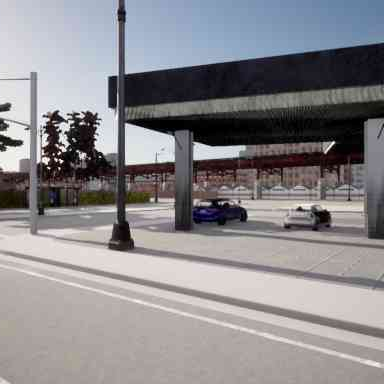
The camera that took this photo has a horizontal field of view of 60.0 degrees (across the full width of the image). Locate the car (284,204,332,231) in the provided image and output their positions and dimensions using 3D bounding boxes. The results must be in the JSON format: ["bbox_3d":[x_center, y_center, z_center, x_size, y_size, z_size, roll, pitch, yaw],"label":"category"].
[{"bbox_3d":[7.112,1.456,20.206,1.970,1.475,3.806,0,0,37],"label":"car"}]

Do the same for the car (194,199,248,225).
[{"bbox_3d":[2.032,1.295,22.995,2.242,1.667,4.611,0,0,37],"label":"car"}]
